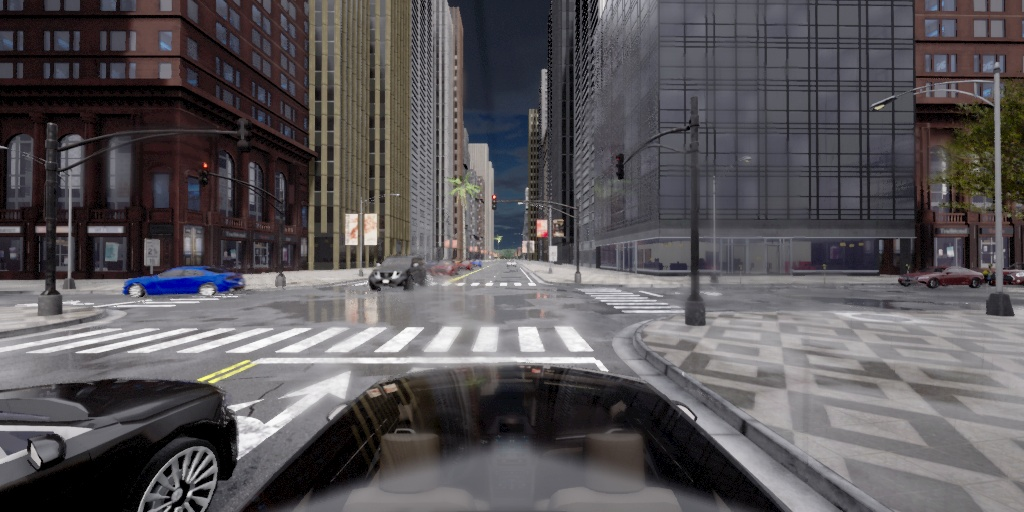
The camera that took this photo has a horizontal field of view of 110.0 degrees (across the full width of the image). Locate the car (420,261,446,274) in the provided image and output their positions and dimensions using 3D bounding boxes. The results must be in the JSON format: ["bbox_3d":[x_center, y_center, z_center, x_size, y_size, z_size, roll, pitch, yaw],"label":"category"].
[{"bbox_3d":[-9.945,1.401,45.579,2.033,1.411,5.357,0,0,0],"label":"car"}]

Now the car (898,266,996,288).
[{"bbox_3d":[26.418,1.276,22.078,4.207,1.307,1.802,0,0,-1],"label":"car"}]

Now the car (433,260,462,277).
[{"bbox_3d":[-6.673,1.173,35.936,2.097,1.767,4.553,0,0,0],"label":"car"}]

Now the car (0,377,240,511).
[{"bbox_3d":[-3.138,1.241,0.967,2.128,1.511,4.902,0,0,-1],"label":"car"}]

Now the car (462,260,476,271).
[{"bbox_3d":[-6.699,1.354,51.387,1.882,1.535,5.008,0,0,0],"label":"car"}]

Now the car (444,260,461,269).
[{"bbox_3d":[-9.950,1.392,60.172,1.882,1.535,5.008,0,0,0],"label":"car"}]

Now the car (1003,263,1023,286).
[{"bbox_3d":[32.056,1.118,22.178,4.097,1.591,1.967,0,0,-1],"label":"car"}]

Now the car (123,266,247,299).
[{"bbox_3d":[-16.695,1.307,18.453,5.008,1.535,1.882,0,1,-10],"label":"car"}]

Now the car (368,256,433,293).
[{"bbox_3d":[-6.643,1.006,21.611,2.150,2.045,5.566,0,0,0],"label":"car"}]
